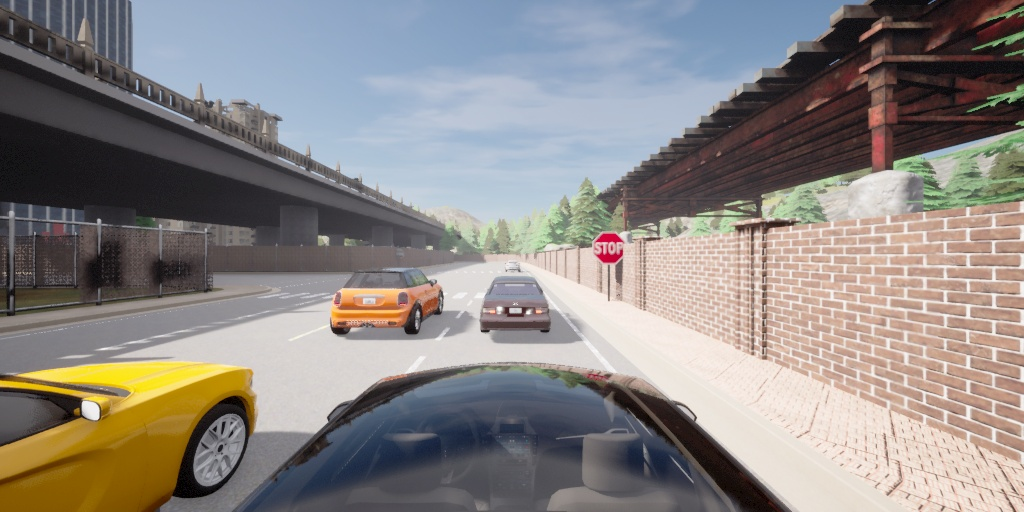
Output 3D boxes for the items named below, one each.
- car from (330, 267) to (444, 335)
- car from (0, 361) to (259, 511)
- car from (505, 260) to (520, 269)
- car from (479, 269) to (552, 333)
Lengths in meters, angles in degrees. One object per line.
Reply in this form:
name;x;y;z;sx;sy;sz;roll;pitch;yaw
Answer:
car;-3.421;1.102;10.711;2.097;1.767;4.553;0;0;0
car;-3.399;1.228;1.454;1.882;1.535;5.008;0;0;0
car;0.098;1.276;45.531;1.812;1.442;4.674;0;0;-1
car;0.081;1.297;10.732;2.033;1.411;5.357;0;0;0
